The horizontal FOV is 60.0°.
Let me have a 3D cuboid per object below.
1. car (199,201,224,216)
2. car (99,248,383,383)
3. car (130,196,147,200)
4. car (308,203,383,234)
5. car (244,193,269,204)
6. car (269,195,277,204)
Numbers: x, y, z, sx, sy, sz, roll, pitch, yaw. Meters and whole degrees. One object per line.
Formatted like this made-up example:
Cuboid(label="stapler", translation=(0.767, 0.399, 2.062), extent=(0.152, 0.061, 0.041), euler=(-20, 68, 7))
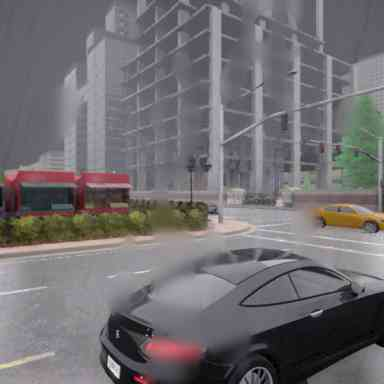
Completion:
Cuboid(label="car", translation=(1.048, 1.507, 30.833), extent=(1.994, 1.385, 4.181), euler=(0, 0, -36))
Cuboid(label="car", translation=(1.114, 1.526, 4.580), extent=(4.674, 1.442, 1.812), euler=(0, 0, -35))
Cuboid(label="car", translation=(-6.643, 1.295, 41.410), extent=(2.097, 1.767, 4.553), euler=(0, 0, -36))
Cuboid(label="car", translation=(9.294, 1.458, 19.500), extent=(1.882, 1.535, 5.008), euler=(0, 0, -36))
Cuboid(label="car", translation=(10.824, 1.114, 57.652), extent=(1.905, 1.878, 3.866), euler=(0, 0, -36))
Cuboid(label="car", translation=(13.213, 1.114, 59.368), extent=(1.905, 1.878, 3.866), euler=(0, 0, -36))
